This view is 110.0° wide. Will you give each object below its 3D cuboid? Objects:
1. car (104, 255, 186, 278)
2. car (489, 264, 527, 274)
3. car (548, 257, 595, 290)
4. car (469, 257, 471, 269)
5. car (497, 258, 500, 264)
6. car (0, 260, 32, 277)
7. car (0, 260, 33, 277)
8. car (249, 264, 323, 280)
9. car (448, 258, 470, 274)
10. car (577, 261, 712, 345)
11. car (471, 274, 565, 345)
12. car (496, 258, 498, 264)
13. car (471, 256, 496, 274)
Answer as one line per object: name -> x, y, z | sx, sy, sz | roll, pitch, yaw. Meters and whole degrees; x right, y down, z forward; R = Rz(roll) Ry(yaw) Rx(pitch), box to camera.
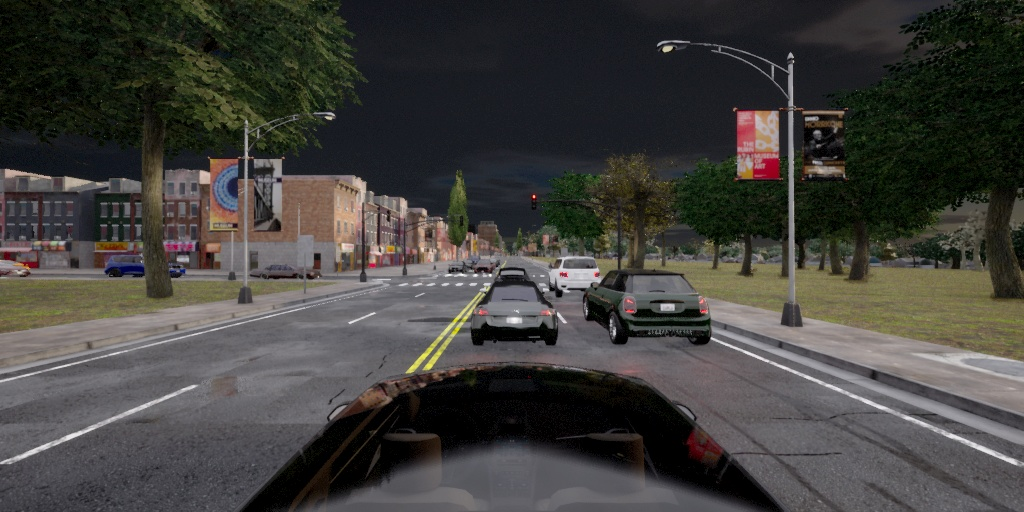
car -> -31.598, 0.951, 30.959 | 5.566, 2.045, 2.150 | 0, 0, 0
car -> 0.014, 1.331, 18.451 | 1.837, 1.490, 4.892 | 0, 0, 0
car -> 3.264, 1.054, 19.449 | 2.150, 2.045, 5.566 | 0, 0, 0
car -> -6.686, 1.315, 54.079 | 1.837, 1.490, 4.892 | 0, 0, 0
car -> -3.423, 1.201, 63.907 | 1.882, 1.535, 5.008 | 0, 0, 0
car -> -44.753, 1.166, 30.978 | 4.674, 1.442, 1.812 | 1, 0, 1
car -> -48.963, 1.118, 33.837 | 5.008, 1.535, 1.882 | 0, 0, 0
car -> -19.426, 1.383, 30.929 | 5.357, 1.411, 2.033 | 1, 0, -3
car -> -6.673, 1.374, 44.228 | 1.837, 1.490, 4.892 | 0, 0, 0
car -> 3.313, 1.121, 9.736 | 2.097, 1.767, 4.553 | 0, 0, 0
car -> 0.061, 1.332, 9.539 | 1.994, 1.385, 4.181 | 0, 0, 0
car -> -3.436, 1.417, 53.145 | 1.895, 1.301, 4.718 | 0, 0, 0
car -> -3.423, 1.221, 43.852 | 2.097, 1.767, 4.553 | 0, 0, 0
